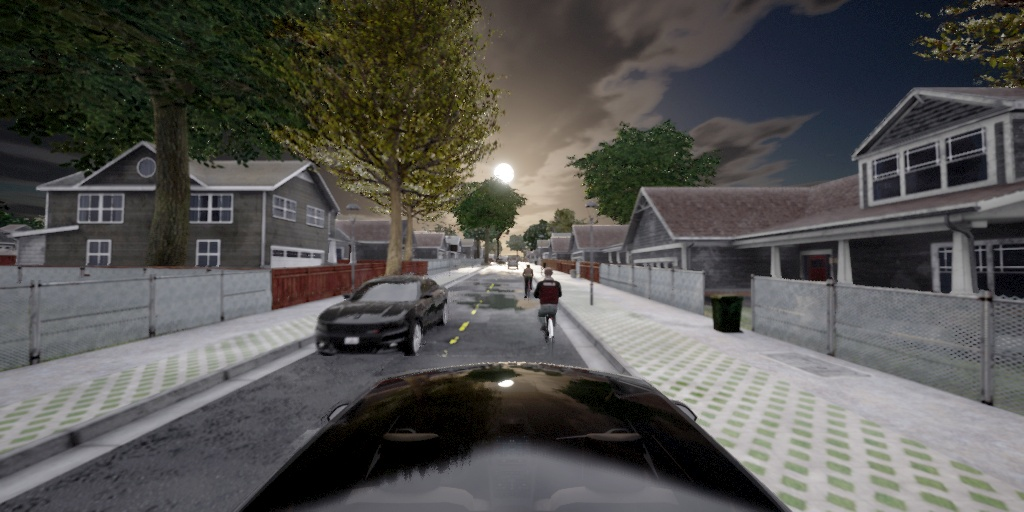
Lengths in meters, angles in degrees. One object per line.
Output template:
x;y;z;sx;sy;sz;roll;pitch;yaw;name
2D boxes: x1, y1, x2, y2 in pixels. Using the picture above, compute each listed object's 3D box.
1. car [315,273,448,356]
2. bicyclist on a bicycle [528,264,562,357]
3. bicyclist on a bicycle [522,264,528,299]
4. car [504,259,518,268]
-2.844;1.234;8.874;1.882;1.535;5.008;0;0;0;car
0.764;1.126;7.705;0.659;1.776;1.843;0;0;0;bicyclist on a bicycle
0.774;1.220;16.938;0.582;1.620;1.656;0;0;0;bicyclist on a bicycle
0.156;1.357;62.045;2.128;1.511;4.902;0;0;0;car
